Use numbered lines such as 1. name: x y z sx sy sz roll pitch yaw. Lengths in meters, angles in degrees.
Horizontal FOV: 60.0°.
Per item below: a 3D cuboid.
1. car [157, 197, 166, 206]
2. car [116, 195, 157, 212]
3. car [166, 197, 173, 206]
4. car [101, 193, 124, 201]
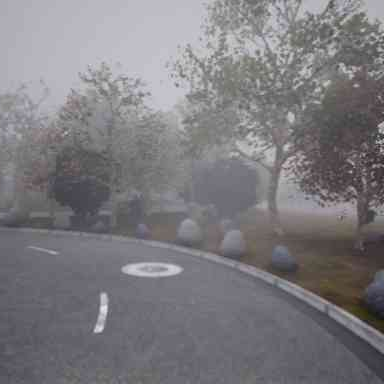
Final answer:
1. car: -7.501 1.583 59.208 5.008 1.535 1.882 4 0 44
2. car: -7.517 1.451 42.164 2.150 2.045 5.566 0 -1 38
3. car: -5.548 1.654 61.820 1.882 1.535 5.008 4 -1 -44
4. car: -16.989 1.065 71.124 4.902 1.511 2.128 3 0 39
